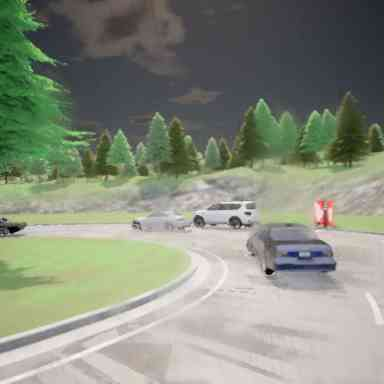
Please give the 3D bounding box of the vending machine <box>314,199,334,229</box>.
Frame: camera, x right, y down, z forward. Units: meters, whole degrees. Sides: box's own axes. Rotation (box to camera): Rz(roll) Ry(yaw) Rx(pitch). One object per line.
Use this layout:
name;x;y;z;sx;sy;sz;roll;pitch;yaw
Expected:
vending machine;9.638;1.591;24.333;1.100;2.100;0.880;0;-2;-37

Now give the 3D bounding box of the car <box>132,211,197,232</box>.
car;-2.320;2.138;24.735;4.674;1.442;1.812;-2;-2;29

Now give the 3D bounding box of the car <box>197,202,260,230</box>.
car;2.586;1.773;25.804;5.566;2.045;2.150;-2;-2;39

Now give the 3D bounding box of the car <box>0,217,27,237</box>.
car;-13.961;2.365;22.580;4.718;1.301;1.895;-1;-1;-11

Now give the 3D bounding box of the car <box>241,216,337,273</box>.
car;3.110;1.761;11.355;2.033;1.411;5.357;-1;-1;2
